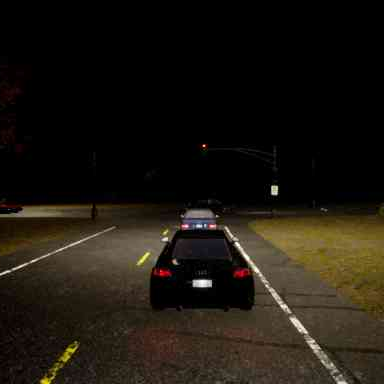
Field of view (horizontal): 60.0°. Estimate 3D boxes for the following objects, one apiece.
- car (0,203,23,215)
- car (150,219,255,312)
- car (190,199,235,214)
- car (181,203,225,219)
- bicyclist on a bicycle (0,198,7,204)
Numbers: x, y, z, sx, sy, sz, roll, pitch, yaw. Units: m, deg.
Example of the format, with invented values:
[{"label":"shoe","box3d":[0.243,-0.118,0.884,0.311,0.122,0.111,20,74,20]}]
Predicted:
[{"label":"car","box3d":[-21.459,1.852,37.079,4.718,1.301,1.895,-1,1,5]},{"label":"car","box3d":[0.198,1.558,7.792,1.994,1.385,4.181,0,0,1]},{"label":"car","box3d":[2.089,1.465,35.089,4.902,1.511,2.128,-1,1,5]},{"label":"car","box3d":[0.387,1.530,17.020,2.033,1.411,5.357,0,0,2]},{"label":"bicyclist on a bicycle","box3d":[-25.532,1.579,45.049,0.582,1.620,1.656,-1,0,5]}]
